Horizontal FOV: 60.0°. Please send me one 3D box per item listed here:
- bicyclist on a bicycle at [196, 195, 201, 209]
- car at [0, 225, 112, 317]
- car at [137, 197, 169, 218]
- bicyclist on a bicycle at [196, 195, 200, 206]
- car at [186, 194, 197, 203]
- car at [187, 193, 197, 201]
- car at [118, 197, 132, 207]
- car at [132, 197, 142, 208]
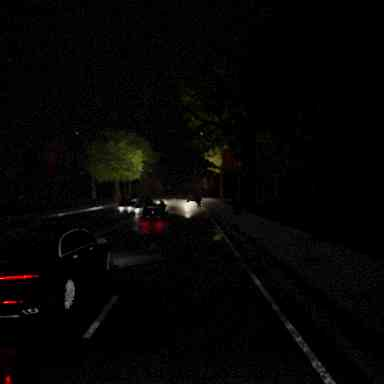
[{"bbox_3d":[0.884,1.311,41.321,0.659,1.776,1.843,0,0,0],"label":"bicyclist on a bicycle"},{"bbox_3d":[-3.153,1.494,7.466,1.837,1.490,4.892,0,0,0],"label":"car"},{"bbox_3d":[-3.157,1.451,29.215,2.128,1.511,4.902,0,0,0],"label":"car"},{"bbox_3d":[0.882,1.294,51.431,0.659,1.776,1.843,0,0,0],"label":"bicyclist on a bicycle"},{"bbox_3d":[-0.013,1.420,66.749,1.812,1.442,4.674,0,0,0],"label":"car"},{"bbox_3d":[-0.015,1.226,78.632,2.097,1.767,4.553,0,0,0],"label":"car"},{"bbox_3d":[-9.834,1.489,50.624,1.994,1.385,4.181,0,0,0],"label":"car"},{"bbox_3d":[-6.595,1.438,45.899,1.837,1.490,4.892,0,0,0],"label":"car"}]
